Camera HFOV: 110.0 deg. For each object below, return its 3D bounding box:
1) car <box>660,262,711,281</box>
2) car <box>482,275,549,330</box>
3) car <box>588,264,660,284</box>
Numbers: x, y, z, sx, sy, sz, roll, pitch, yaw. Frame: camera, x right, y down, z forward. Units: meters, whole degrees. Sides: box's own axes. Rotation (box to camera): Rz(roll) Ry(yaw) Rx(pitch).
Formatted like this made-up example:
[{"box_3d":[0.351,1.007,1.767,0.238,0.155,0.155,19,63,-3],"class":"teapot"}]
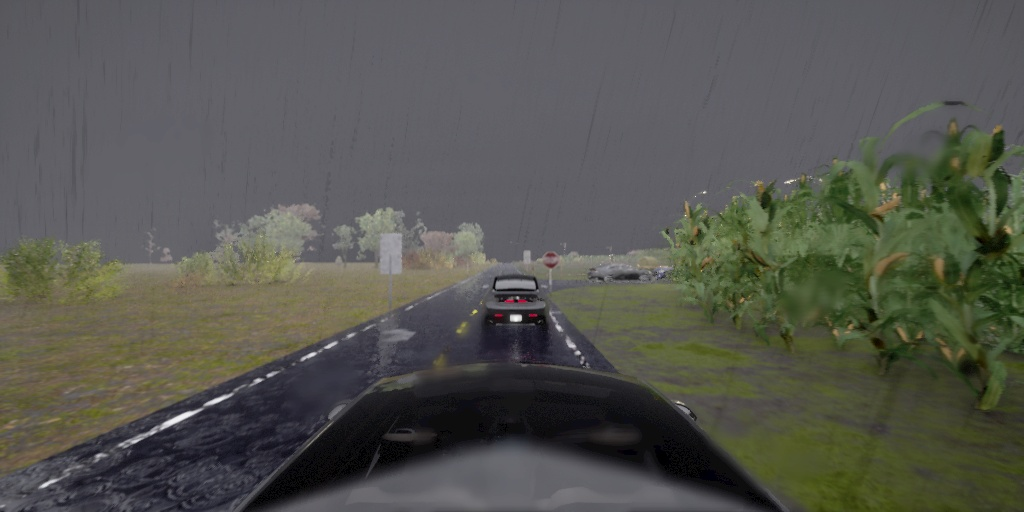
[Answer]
[{"box_3d":[14.229,1.196,30.455,4.553,1.767,2.097,-1,-1,-1],"class":"car"},{"box_3d":[0.097,1.329,11.416,1.837,1.490,4.892,0,0,0],"class":"car"},{"box_3d":[8.205,1.319,27.193,4.902,1.511,2.128,0,-2,-10],"class":"car"}]
